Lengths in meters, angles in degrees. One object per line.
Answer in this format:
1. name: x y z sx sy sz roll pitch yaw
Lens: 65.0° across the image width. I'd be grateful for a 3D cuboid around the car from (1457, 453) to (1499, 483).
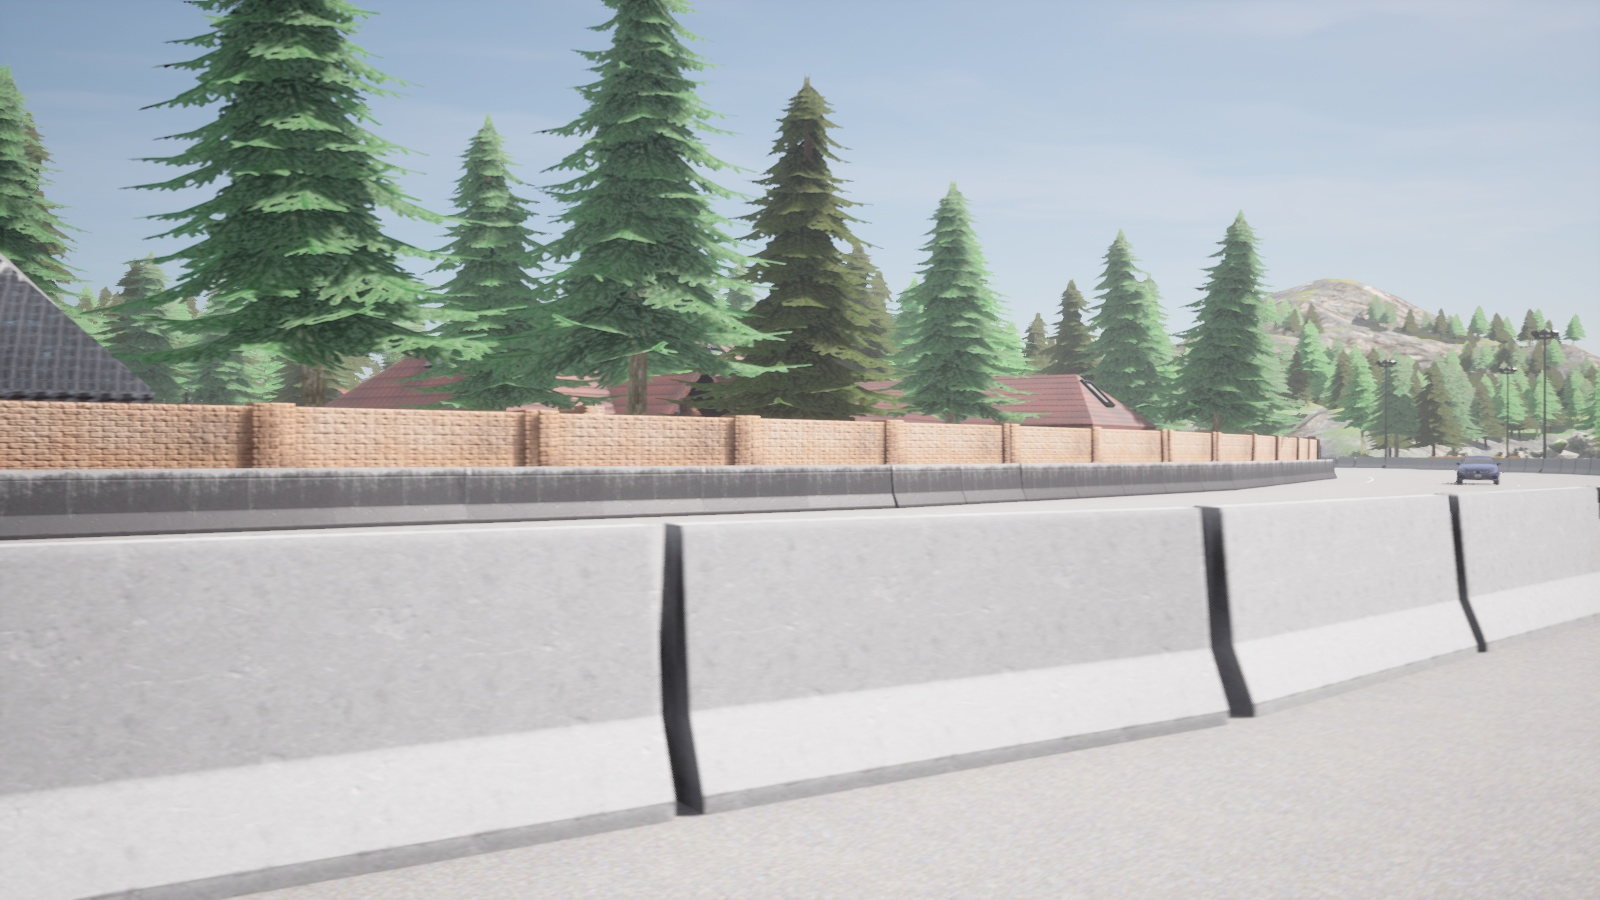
1. car: 33.925 0.862 62.801 1.812 1.442 4.674 0 0 29
